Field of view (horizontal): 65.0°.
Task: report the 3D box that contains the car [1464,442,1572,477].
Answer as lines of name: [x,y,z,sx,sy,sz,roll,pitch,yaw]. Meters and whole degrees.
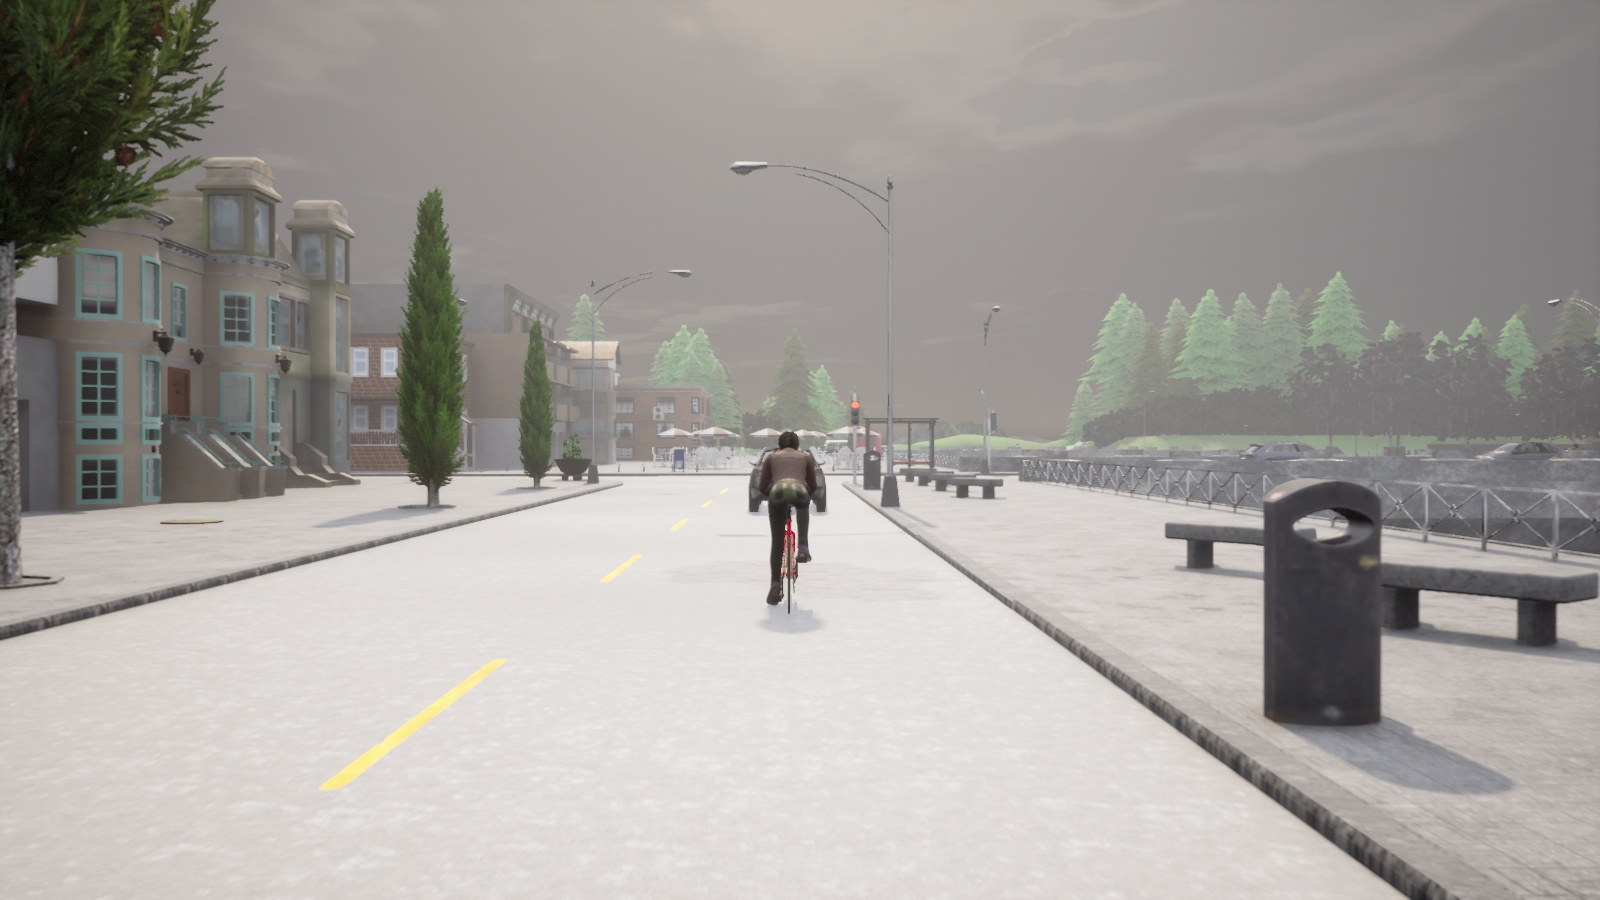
car: [33.591,0.428,58.787,3.988,1.617,1.851,0,0,-1]

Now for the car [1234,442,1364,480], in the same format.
car: [21.657,0.468,54.646,4.856,1.649,2.033,0,0,-1]

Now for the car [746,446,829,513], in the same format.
car: [-0.291,0.639,29.495,1.816,1.474,4.193,0,0,-1]

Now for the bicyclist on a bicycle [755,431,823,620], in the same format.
bicyclist on a bicycle: [-0.101,0.652,11.605,0.582,1.620,1.656,0,0,0]
